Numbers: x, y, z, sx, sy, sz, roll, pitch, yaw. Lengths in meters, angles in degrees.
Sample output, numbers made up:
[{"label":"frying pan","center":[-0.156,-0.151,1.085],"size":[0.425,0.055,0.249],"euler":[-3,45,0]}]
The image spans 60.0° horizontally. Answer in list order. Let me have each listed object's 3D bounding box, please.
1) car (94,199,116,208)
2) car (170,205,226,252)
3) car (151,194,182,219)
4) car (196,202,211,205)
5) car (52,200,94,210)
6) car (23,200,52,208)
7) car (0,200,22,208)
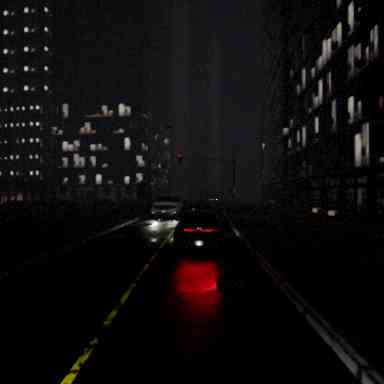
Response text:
[{"label":"car","center":[-14.390,1.795,53.505],"size":[4.403,1.369,2.008],"euler":[-1,1,13]},{"label":"car","center":[0.327,1.498,13.817],"size":[1.837,1.490,4.892],"euler":[0,0,2]},{"label":"car","center":[-2.100,1.200,29.229],"size":[2.150,2.045,5.566],"euler":[0,0,4]},{"label":"car","center":[0.970,1.541,28.109],"size":[1.994,1.385,4.181],"euler":[0,0,4]},{"label":"car","center":[-16.215,1.764,45.326],"size":[4.403,1.369,2.008],"euler":[-1,1,13]},{"label":"car","center":[-25.369,2.002,55.955],"size":[4.313,1.339,1.947],"euler":[-1,1,13]},{"label":"car","center":[-30.858,2.100,57.180],"size":[4.313,1.339,1.947],"euler":[-1,1,13]}]
